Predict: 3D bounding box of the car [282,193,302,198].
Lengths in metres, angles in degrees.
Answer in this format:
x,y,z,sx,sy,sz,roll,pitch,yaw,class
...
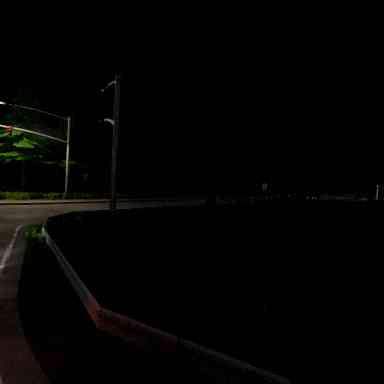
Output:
x,y,z,sx,sy,sz,roll,pitch,yaw,class
15.726,0.706,52.120,2.128,1.511,4.902,5,3,37,car

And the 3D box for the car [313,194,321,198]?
x,y,z,sx,sy,sz,roll,pitch,yaw,class
21.985,0.693,60.339,1.837,1.490,4.892,5,3,37,car

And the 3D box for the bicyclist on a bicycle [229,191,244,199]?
x,y,z,sx,sy,sz,roll,pitch,yaw,class
4.426,0.694,31.885,1.656,1.620,0.582,41,23,28,bicyclist on a bicycle
